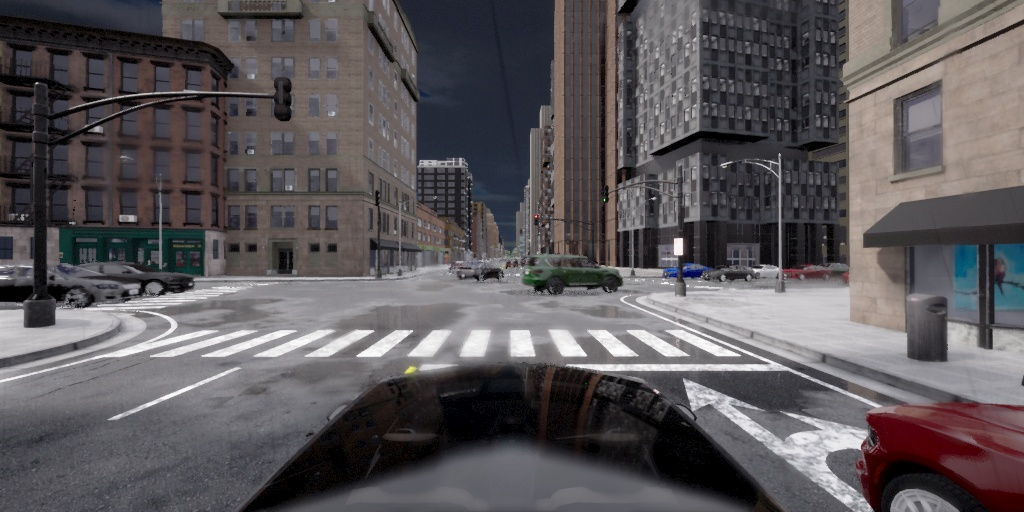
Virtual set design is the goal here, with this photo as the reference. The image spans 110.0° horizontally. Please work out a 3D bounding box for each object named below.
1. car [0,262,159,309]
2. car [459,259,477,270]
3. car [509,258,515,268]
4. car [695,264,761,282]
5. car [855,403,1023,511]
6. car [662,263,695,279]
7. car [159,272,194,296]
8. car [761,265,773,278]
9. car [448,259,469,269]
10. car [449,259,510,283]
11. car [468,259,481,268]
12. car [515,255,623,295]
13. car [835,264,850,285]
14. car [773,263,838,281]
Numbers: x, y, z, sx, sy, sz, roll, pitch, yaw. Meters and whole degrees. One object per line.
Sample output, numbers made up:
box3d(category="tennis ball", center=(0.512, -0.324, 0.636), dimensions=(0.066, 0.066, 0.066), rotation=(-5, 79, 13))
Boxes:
box3d(category="car", center=(-16.164, 1.017, 12.552), dimensions=(4.902, 1.511, 2.128), rotation=(1, 0, -12))
box3d(category="car", center=(-6.676, 1.252, 54.688), dimensions=(2.128, 1.511, 4.902), rotation=(0, 0, 0))
box3d(category="car", center=(0.009, 1.238, 54.230), dimensions=(1.882, 1.535, 5.008), rotation=(0, 0, 0))
box3d(category="car", center=(19.283, 1.514, 32.048), dimensions=(4.892, 1.490, 1.837), rotation=(1, 0, -17))
box3d(category="car", center=(3.352, 1.228, 0.423), dimensions=(1.882, 1.535, 5.008), rotation=(0, 0, 0))
box3d(category="car", center=(17.031, 1.487, 34.791), dimensions=(5.008, 1.535, 1.882), rotation=(1, 0, -16))
box3d(category="car", center=(-17.393, 1.019, 15.995), dimensions=(5.008, 1.535, 1.882), rotation=(1, 0, -17))
box3d(category="car", center=(26.014, 1.639, 37.360), dimensions=(4.674, 1.442, 1.812), rotation=(1, 0, -15))
box3d(category="car", center=(-6.666, 1.284, 44.727), dimensions=(1.812, 1.442, 4.674), rotation=(0, 0, 0))
box3d(category="car", center=(-2.456, 1.246, 28.378), dimensions=(2.128, 1.511, 4.902), rotation=(0, 0, 27))
box3d(category="car", center=(-6.664, 1.325, 64.650), dimensions=(1.994, 1.385, 4.181), rotation=(0, 0, 0))
box3d(category="car", center=(3.293, 0.981, 19.600), dimensions=(5.566, 2.045, 2.150), rotation=(0, 0, -20))
box3d(category="car", center=(27.697, 1.582, 27.529), dimensions=(4.674, 1.442, 1.812), rotation=(1, 0, -16))
box3d(category="car", center=(28.334, 1.593, 34.618), dimensions=(5.008, 1.535, 1.882), rotation=(1, 0, -15))
